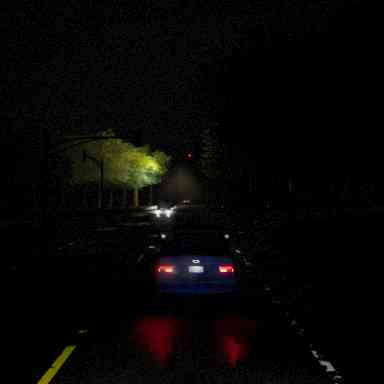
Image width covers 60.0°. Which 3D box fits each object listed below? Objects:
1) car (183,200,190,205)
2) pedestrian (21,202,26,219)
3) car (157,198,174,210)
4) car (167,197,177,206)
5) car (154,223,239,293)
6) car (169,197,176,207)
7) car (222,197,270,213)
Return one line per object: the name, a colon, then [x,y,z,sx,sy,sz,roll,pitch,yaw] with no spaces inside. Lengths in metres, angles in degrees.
car: [-1.526,2.963,90.978,1.895,1.301,4.718,0,-2,-1]
pedestrian: [-18.100,1.917,35.640,0.375,1.860,0.375,0,1,2]
car: [-4.182,2.000,49.804,1.895,1.301,4.718,0,-1,-1]
car: [-4.761,2.226,79.318,2.150,2.045,5.566,0,-1,-1]
car: [0.087,1.550,8.974,2.033,1.411,5.357,0,0,0]
car: [-4.370,1.910,58.908,2.097,1.767,4.553,0,-1,-1]
car: [5.364,1.288,33.579,4.892,1.490,1.837,-3,0,33]
